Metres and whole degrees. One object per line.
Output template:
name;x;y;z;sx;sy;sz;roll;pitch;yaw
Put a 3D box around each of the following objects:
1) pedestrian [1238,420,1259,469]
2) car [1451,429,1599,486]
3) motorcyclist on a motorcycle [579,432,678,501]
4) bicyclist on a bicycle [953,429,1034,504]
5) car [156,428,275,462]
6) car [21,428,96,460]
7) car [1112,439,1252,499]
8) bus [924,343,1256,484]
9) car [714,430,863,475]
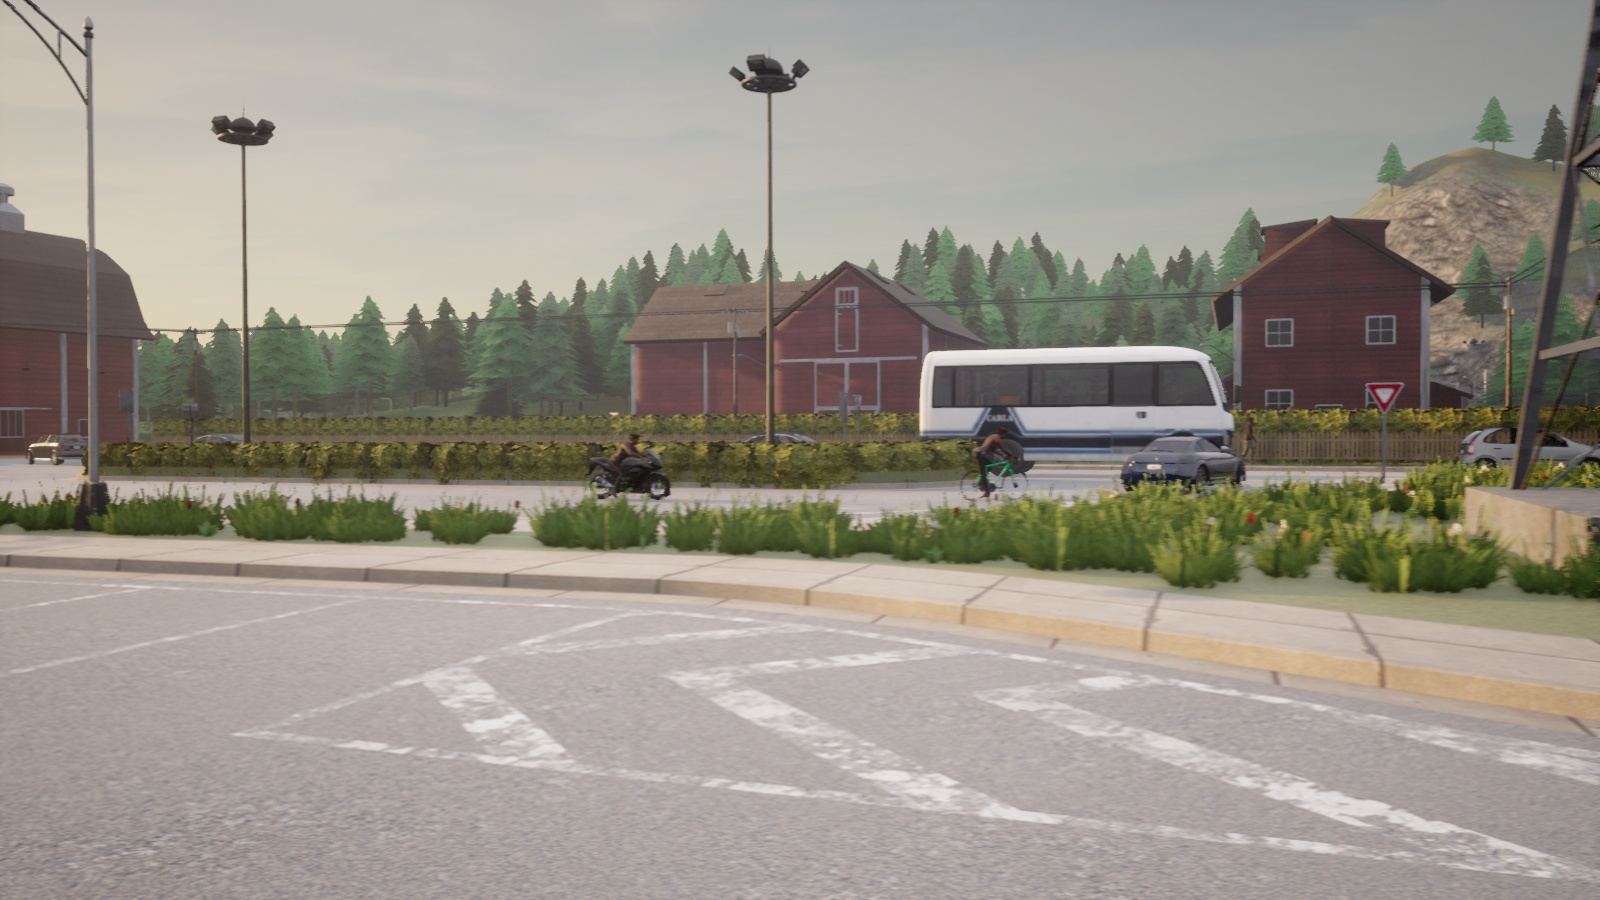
pedestrian;16.813;-0.209;47.055;0.703;1.840;0.431;1;1;19
car;21.777;0.205;37.384;3.988;1.617;1.851;0;1;18
motorcyclist on a motorcycle;-3.833;0.350;28.077;2.044;1.523;0.797;0;1;18
bicyclist on a bicycle;4.261;0.354;27.686;1.656;1.620;0.582;0;1;-14
car;-27.102;-0.235;58.203;4.902;1.511;2.128;1;1;19
car;-36.784;-0.314;62.269;3.705;1.549;1.789;1;1;34
car;9.741;0.418;31.846;1.994;1.385;4.181;1;1;38
bus;9.597;-1.179;41.618;10.273;4.253;3.944;1;1;19
car;-0.403;0.063;45.141;4.902;1.511;2.128;1;1;19
